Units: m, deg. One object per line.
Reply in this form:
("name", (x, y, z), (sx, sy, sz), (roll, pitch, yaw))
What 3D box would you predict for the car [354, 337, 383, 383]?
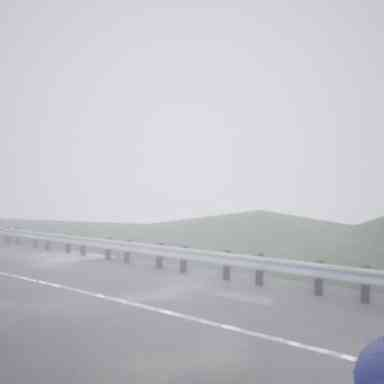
("car", (3.435, 1.456, 1.430), (5.008, 1.535, 1.882), (0, 0, 36))
